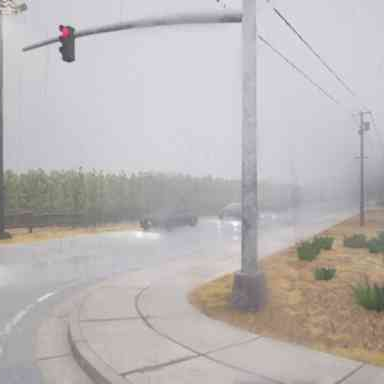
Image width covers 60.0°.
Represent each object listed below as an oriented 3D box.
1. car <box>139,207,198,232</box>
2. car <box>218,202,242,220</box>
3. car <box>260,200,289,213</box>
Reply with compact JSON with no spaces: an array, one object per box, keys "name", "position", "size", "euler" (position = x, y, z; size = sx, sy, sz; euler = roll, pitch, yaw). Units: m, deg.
[{"name":"car","position":[-1.353,1.617,20.741],"size":[1.994,1.385,4.181],"euler":[0,0,33]},{"name":"car","position":[3.967,1.580,29.091],"size":[1.812,1.442,4.674],"euler":[0,0,32]},{"name":"car","position":[9.554,1.604,37.899],"size":[2.033,1.411,5.357],"euler":[0,0,33]}]
